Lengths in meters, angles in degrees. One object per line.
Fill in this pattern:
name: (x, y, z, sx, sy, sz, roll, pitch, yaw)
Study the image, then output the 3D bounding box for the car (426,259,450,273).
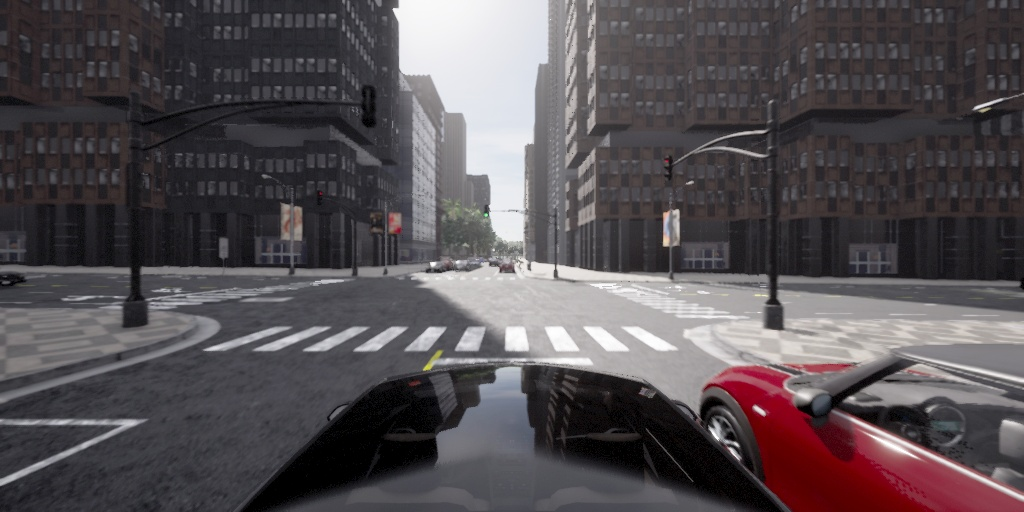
car: (-9.124, 1.319, 43.223, 1.948, 1.339, 4.313, 0, 0, 0)

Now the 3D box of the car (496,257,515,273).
car: (-0.599, 1.194, 43.274, 1.967, 1.591, 4.097, 0, 0, 0)

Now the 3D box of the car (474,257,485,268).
car: (-6.504, 1.347, 63.762, 2.033, 1.411, 5.357, 0, 0, 0)

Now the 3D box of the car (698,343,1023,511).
car: (2.763, 1.190, 1.882, 1.967, 1.591, 4.097, 0, 0, 0)

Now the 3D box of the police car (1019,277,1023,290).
police car: (38.999, 1.759, 25.266, 5.238, 1.638, 1.930, 1, 0, 0)

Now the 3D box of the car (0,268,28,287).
car: (-28.443, 0.922, 18.285, 5.357, 1.411, 2.033, 1, 0, 0)

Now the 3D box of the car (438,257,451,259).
car: (-9.159, 1.080, 48.649, 2.192, 1.841, 5.009, 0, 0, 0)

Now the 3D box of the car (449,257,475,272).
car: (-6.452, 1.253, 46.510, 2.128, 1.511, 4.902, 0, 0, 0)
